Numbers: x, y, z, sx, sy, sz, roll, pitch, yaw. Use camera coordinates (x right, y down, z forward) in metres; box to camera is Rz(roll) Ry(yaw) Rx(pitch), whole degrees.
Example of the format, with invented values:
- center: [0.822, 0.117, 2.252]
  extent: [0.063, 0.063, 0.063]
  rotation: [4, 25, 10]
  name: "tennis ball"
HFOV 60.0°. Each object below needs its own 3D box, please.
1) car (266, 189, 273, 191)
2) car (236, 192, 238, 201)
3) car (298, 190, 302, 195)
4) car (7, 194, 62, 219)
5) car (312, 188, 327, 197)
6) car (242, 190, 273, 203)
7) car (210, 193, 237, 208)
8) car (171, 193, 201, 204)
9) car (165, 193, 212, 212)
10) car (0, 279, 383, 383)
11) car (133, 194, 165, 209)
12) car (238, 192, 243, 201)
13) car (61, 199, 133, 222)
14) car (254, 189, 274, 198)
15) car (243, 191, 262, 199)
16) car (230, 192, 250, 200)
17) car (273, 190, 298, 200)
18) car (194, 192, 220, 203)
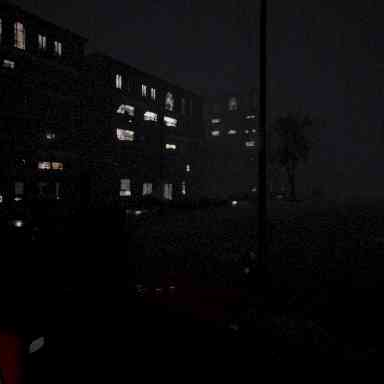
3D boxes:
- center: [15.654, 0.424, 60.361]
  extent: [2.097, 1.767, 4.553]
  rotation: [1, 1, 36]
  name: "car"
- center: [7.115, 0.774, 53.539]
  extent: [1.994, 1.385, 4.181]
  rotation: [1, 1, 35]
  name: "car"
- center: [27.831, 0.114, 87.947]
  extent: [1.887, 1.381, 4.507]
  rotation: [2, 2, 35]
  name: "car"
- center: [-11.906, 1.206, 26.373]
  extent: [1.882, 1.535, 5.008]
  rotation: [1, 1, 35]
  name: "car"
- center: [29.070, 0.009, 75.595]
  extent: [2.150, 2.045, 5.566]
  rotation: [1, 1, 35]
  name: "car"
- center: [9.248, 0.876, 46.598]
  extent: [2.008, 1.369, 4.403]
  rotation: [2, 2, 35]
  name: "car"
- center: [2.883, 1.051, 37.457]
  extent: [2.008, 1.369, 4.403]
  rotation: [2, 2, 35]
  name: "car"
- center: [-0.811, 0.910, 46.817]
  extent: [1.947, 1.339, 4.313]
  rotation: [2, 2, 35]
  name: "car"
- center: [-0.300, 1.132, 32.887]
  extent: [1.887, 1.381, 4.507]
  rotation: [2, 2, 35]
  name: "car"
- center: [-0.316, 1.544, 3.096]
  extent: [4.507, 1.381, 1.887]
  rotation: [0, 0, 36]
  name: "car"
- center: [-4.932, 1.014, 36.383]
  extent: [1.882, 1.535, 5.008]
  rotation: [1, 1, 35]
  name: "car"
- center: [9.495, 0.745, 51.504]
  extent: [1.837, 1.490, 4.892]
  rotation: [1, 1, 35]
  name: "car"
- center: [-6.664, 1.329, 23.749]
  extent: [1.947, 1.339, 4.313]
  rotation: [2, 2, 35]
  name: "car"
- center: [15.105, 0.227, 69.661]
  extent: [2.192, 1.841, 5.009]
  rotation: [2, 2, 35]
  name: "car"
- center: [11.822, 0.526, 64.956]
  extent: [1.752, 1.417, 4.829]
  rotation: [2, 2, 35]
  name: "car"
- center: [8.737, 0.650, 60.527]
  extent: [1.947, 1.339, 4.313]
  rotation: [2, 2, 35]
  name: "car"
- center: [15.711, 0.675, 55.877]
  extent: [1.752, 1.417, 4.829]
  rotation: [2, 2, 35]
  name: "car"
- center: [2.372, 0.808, 51.387]
  extent: [2.008, 1.369, 4.403]
  rotation: [2, 2, 35]
  name: "car"
